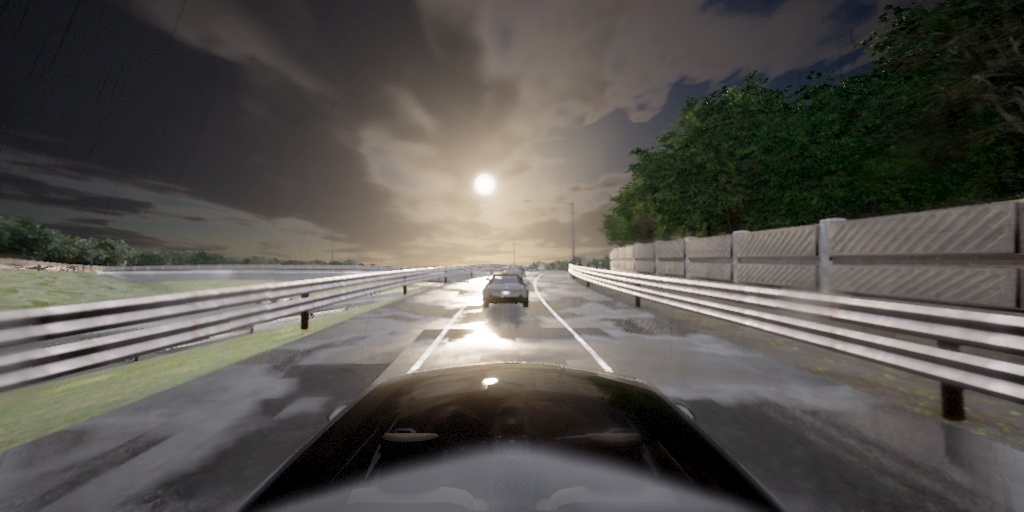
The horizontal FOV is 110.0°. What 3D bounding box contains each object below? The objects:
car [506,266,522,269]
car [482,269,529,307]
[{"bbox_3d":[0.218,1.556,30.843,2.033,1.411,5.357,0,0,4],"label":"car"},{"bbox_3d":[-0.256,1.449,16.263,1.994,1.385,4.181,0,0,0],"label":"car"}]
